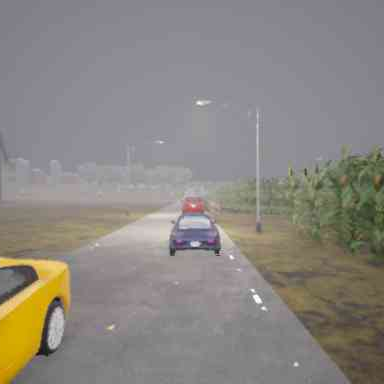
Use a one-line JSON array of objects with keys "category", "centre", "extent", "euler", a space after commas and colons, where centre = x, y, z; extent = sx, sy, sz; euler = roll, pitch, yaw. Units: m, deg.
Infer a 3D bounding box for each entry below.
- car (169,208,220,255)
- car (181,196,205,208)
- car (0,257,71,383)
[{"category": "car", "centre": [0.105, 1.572, 13.356], "extent": [1.812, 1.442, 4.674], "euler": [0, 0, 0]}, {"category": "car", "centre": [0.114, 1.409, 33.053], "extent": [2.150, 2.045, 5.566], "euler": [0, 0, 0]}, {"category": "car", "centre": [-2.841, 1.482, 3.244], "extent": [1.882, 1.535, 5.008], "euler": [0, 0, 0]}]
